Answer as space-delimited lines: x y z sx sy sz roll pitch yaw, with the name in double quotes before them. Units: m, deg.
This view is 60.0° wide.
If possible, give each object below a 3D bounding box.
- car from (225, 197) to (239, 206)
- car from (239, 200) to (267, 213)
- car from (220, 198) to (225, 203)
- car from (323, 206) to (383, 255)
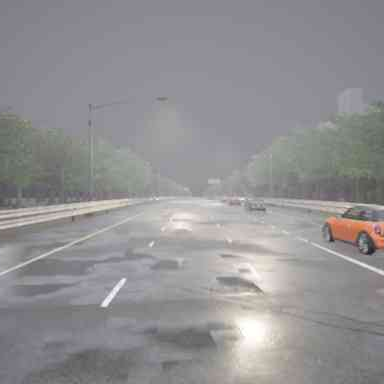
"car" 7.108 1.639 56.478 1.812 1.442 4.674 0 0 0
"car" 7.039 1.567 37.477 2.033 1.411 5.357 0 0 0
"car" 7.208 1.879 74.204 1.895 1.301 4.718 0 -1 0
"car" 7.077 1.357 13.427 2.097 1.767 4.553 0 0 -1
